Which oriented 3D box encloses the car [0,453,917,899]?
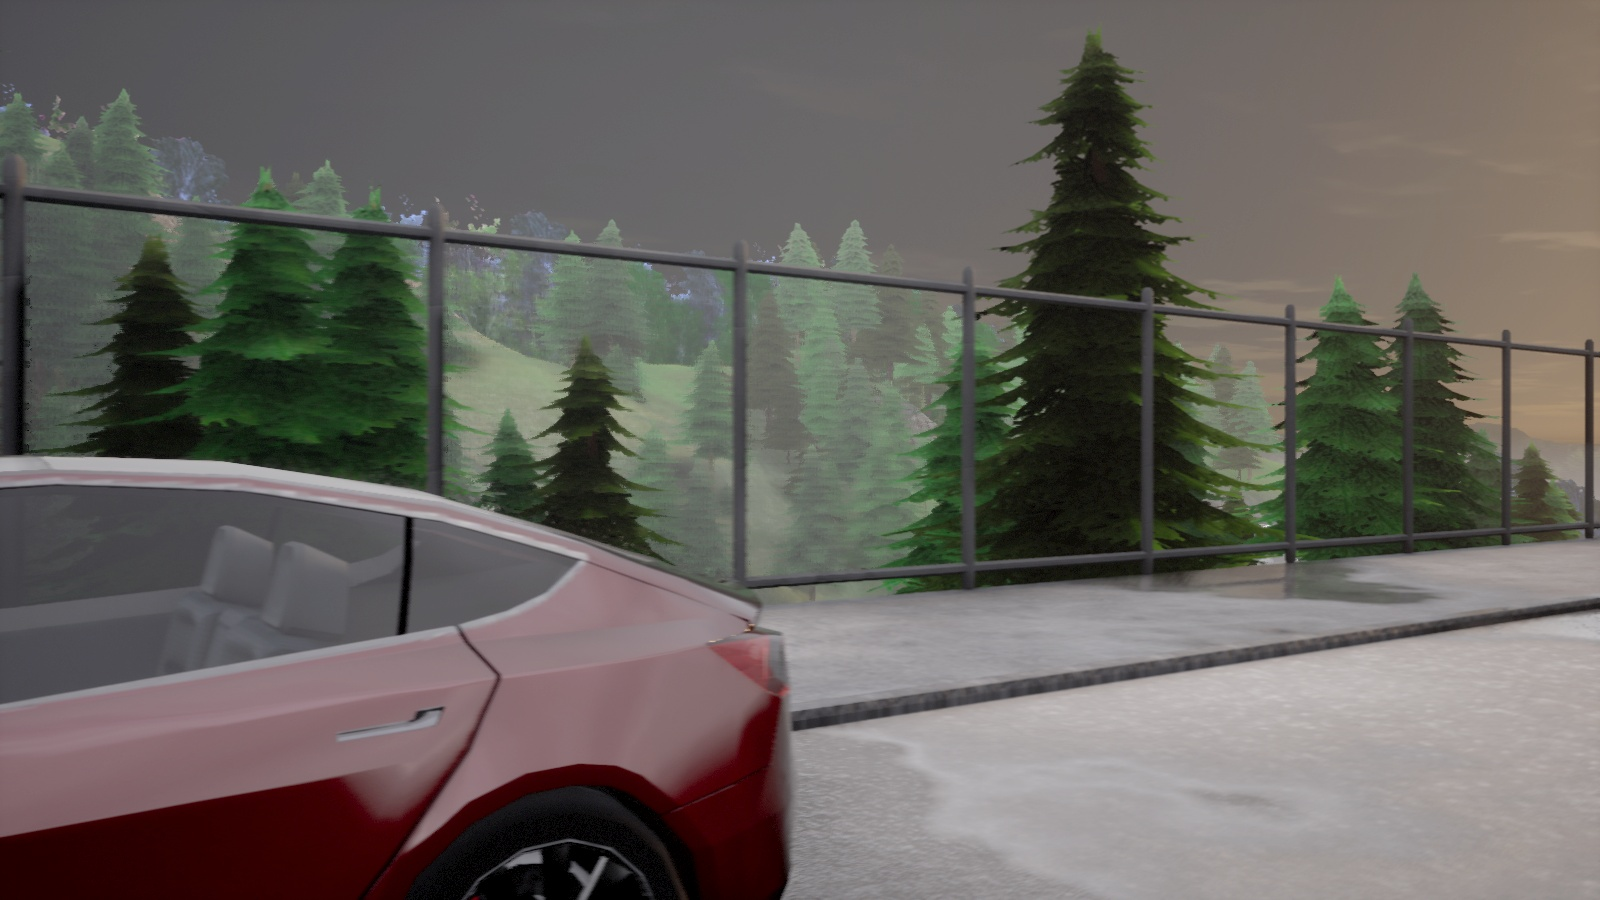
[{"bbox_3d":[-2.289,0.756,2.672,4.792,1.488,2.163,0,0,-35],"label":"car"}]
